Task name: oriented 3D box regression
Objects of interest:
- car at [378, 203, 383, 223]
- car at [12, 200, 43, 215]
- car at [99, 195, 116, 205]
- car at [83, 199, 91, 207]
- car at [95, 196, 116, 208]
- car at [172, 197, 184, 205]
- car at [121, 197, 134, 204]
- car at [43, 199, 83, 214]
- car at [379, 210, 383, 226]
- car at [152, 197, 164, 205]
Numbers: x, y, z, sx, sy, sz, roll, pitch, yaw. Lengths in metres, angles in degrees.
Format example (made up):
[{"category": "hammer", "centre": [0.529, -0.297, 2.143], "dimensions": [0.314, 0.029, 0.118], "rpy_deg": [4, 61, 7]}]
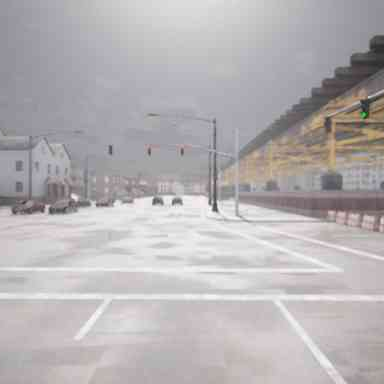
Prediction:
[{"category": "car", "centre": [14.078, 1.345, 22.082], "dimensions": [4.536, 1.218, 1.853], "rpy_deg": [0, 0, -45]}, {"category": "car", "centre": [-17.388, 1.607, 35.679], "dimensions": [1.812, 1.442, 4.674], "rpy_deg": [0, 0, 1]}, {"category": "car", "centre": [-16.561, 1.500, 65.345], "dimensions": [2.097, 1.767, 4.553], "rpy_deg": [0, 0, 2]}, {"category": "car", "centre": [-16.987, 1.715, 50.591], "dimensions": [1.895, 1.301, 4.718], "rpy_deg": [0, 0, 2]}, {"category": "car", "centre": [-13.465, 1.621, 51.358], "dimensions": [1.837, 1.490, 4.892], "rpy_deg": [0, 0, 2]}, {"category": "car", "centre": [-2.662, 1.642, 60.586], "dimensions": [1.837, 1.490, 4.892], "rpy_deg": [0, 0, 1]}, {"category": "car", "centre": [-12.994, 1.675, 67.418], "dimensions": [1.812, 1.442, 4.674], "rpy_deg": [0, 0, 1]}, {"category": "car", "centre": [-13.872, 1.584, 36.173], "dimensions": [1.837, 1.490, 4.892], "rpy_deg": [0, 1, 2]}, {"category": "car", "centre": [14.041, 1.503, 22.045], "dimensions": [4.974, 1.542, 2.038], "rpy_deg": [0, 0, -45]}, {"category": "car", "centre": [-6.161, 1.615, 60.674], "dimensions": [1.882, 1.535, 5.008], "rpy_deg": [0, 0, 1]}]
